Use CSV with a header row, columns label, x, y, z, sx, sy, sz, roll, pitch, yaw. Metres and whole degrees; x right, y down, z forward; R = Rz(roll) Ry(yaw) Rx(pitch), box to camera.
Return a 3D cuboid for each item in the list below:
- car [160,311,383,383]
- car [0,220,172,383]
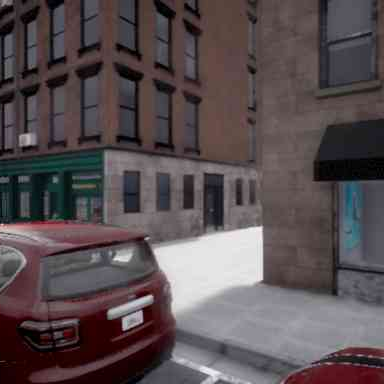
label,x,y,z,sx,sy,sz,roll,pitch,yaw
car,2.091,1.437,1.319,4.097,1.590,1.967,0,0,36
car,-2.518,1.329,4.608,5.009,1.841,2.192,0,0,36
